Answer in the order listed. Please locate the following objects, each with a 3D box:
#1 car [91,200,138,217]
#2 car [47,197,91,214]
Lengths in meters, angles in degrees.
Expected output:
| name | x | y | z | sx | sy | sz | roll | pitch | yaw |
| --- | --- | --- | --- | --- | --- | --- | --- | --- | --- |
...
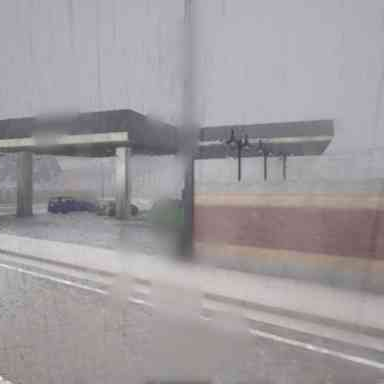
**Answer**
| name | x | y | z | sx | sy | sz | roll | pitch | yaw |
| --- | --- | --- | --- | --- | --- | --- | --- | --- | --- |
| car | -6.758 | 1.449 | 30.134 | 1.970 | 1.475 | 3.806 | 0 | 0 | 37 |
| car | -11.830 | 1.285 | 32.936 | 2.242 | 1.667 | 4.611 | 0 | 0 | 37 |
